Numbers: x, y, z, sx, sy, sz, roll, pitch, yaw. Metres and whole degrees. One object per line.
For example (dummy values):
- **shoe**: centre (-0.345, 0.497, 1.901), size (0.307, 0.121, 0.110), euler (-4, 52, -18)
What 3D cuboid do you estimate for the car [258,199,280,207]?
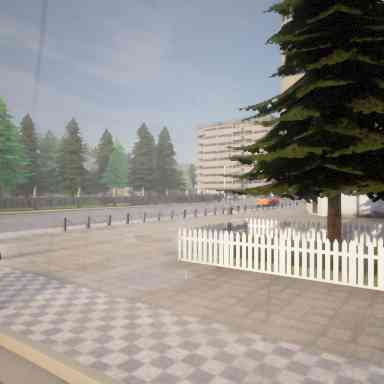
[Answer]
- **car**: centre (12.189, 1.352, 52.354), size (2.097, 1.767, 4.553), euler (0, 0, 36)
